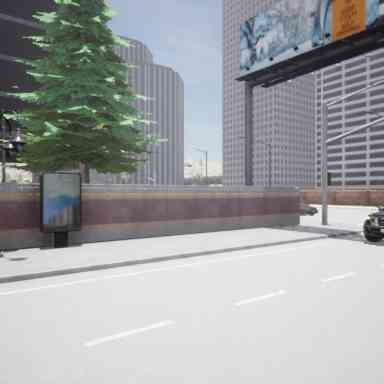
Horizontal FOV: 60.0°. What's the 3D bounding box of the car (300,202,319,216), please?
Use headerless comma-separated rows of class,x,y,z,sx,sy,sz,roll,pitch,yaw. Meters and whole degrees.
car,10.096,1.573,32.342,1.994,1.385,4.181,0,0,-35

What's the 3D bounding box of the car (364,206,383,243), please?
car,10.056,1.227,15.037,5.566,2.045,2.150,0,1,-35
